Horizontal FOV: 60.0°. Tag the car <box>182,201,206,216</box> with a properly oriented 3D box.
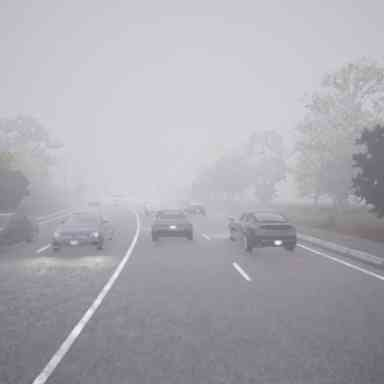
[{"bbox_3d":[0.095,1.559,32.208,1.812,1.442,4.674,0,0,-11],"label":"car"}]

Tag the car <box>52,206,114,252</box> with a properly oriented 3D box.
[{"bbox_3d":[-4.464,1.550,14.204,1.812,1.442,4.674,0,0,-6],"label":"car"}]

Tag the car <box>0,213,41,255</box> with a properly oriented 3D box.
[{"bbox_3d":[-7.882,1.578,13.553,2.033,1.411,5.357,0,0,-6],"label":"car"}]

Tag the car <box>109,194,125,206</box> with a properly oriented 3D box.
[{"bbox_3d":[-12.346,1.296,54.801,2.150,2.045,5.566,0,0,-13],"label":"car"}]

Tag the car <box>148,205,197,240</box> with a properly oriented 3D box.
[{"bbox_3d":[-1.104,1.584,17.195,1.994,1.385,4.181,0,0,-7],"label":"car"}]

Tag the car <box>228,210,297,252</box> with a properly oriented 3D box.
[{"bbox_3d":[2.772,1.513,13.990,1.837,1.490,4.892,0,0,-5],"label":"car"}]

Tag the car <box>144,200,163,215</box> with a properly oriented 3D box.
[{"bbox_3d":[-3.919,1.568,34.533,1.812,1.442,4.674,0,0,-11],"label":"car"}]

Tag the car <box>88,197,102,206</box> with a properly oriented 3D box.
[{"bbox_3d":[-15.767,1.604,54.029,1.812,1.442,4.674,0,0,-14],"label":"car"}]
